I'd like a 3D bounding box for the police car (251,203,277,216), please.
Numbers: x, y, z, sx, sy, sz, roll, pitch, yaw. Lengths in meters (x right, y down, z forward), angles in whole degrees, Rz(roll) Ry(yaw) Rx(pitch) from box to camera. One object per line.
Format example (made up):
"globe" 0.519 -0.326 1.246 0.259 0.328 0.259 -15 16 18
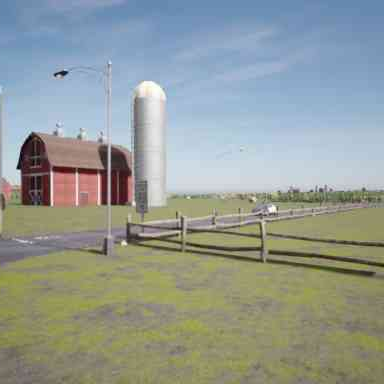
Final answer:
"police car" 9.002 2.161 41.225 2.038 1.542 4.974 -1 -1 35
